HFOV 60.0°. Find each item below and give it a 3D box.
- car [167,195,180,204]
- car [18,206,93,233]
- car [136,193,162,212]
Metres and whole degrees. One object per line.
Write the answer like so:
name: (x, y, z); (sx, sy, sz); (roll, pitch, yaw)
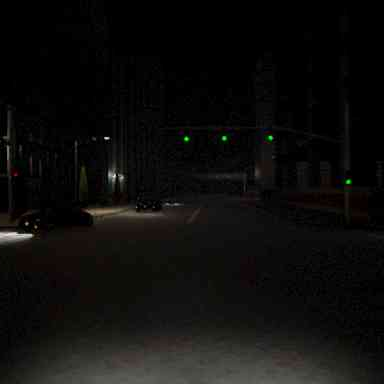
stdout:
car: (-3.350, 1.342, 59.189); (1.812, 1.442, 4.674); (0, 0, 3)
car: (-7.808, 1.509, 19.411); (1.994, 1.385, 4.181); (0, 0, 29)
car: (-4.675, 1.120, 36.856); (2.150, 2.045, 5.566); (0, 0, 3)
